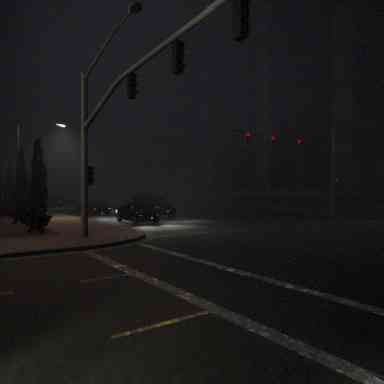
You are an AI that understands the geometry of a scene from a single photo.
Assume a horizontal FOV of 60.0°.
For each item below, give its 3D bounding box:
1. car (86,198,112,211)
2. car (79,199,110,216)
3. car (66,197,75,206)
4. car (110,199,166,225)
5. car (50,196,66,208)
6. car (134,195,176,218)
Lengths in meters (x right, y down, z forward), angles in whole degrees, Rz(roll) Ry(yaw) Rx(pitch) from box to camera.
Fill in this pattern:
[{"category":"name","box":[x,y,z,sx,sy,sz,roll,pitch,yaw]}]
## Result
[{"category":"car","box":[-11.845,1.582,42.265,1.812,1.442,4.674,0,0,-35]},{"category":"car","box":[-9.675,1.656,33.012,1.895,1.301,4.718,0,0,-35]},{"category":"car","box":[-21.256,1.514,55.910,2.033,1.411,5.357,0,0,-35]},{"category":"car","box":[-4.174,1.560,25.122,1.837,1.490,4.892,0,0,-35]},{"category":"car","box":[-20.485,1.406,48.586,2.097,1.767,4.553,0,0,-34]},{"category":"car","box":[-3.613,1.277,30.438,2.150,2.045,5.566,0,0,-35]}]
